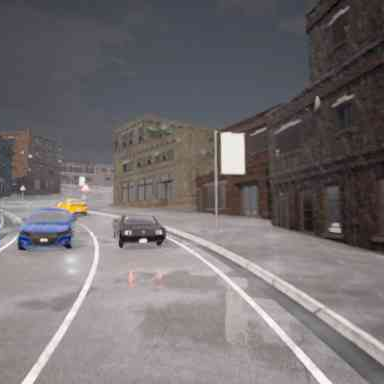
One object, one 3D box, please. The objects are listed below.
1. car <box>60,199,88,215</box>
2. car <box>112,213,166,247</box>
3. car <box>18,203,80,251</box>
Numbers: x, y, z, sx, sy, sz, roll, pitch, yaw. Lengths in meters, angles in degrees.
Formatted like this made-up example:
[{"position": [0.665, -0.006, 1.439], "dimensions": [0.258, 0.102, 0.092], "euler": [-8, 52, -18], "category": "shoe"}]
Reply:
[{"position": [-11.721, 1.410, 32.505], "dimensions": [1.882, 1.535, 5.008], "euler": [3, -1, -34], "category": "car"}, {"position": [-2.578, 1.622, 15.170], "dimensions": [1.895, 1.301, 4.718], "euler": [1, 0, -17], "category": "car"}, {"position": [-6.024, 1.440, 14.277], "dimensions": [1.882, 1.535, 5.008], "euler": [1, 0, -17], "category": "car"}]
